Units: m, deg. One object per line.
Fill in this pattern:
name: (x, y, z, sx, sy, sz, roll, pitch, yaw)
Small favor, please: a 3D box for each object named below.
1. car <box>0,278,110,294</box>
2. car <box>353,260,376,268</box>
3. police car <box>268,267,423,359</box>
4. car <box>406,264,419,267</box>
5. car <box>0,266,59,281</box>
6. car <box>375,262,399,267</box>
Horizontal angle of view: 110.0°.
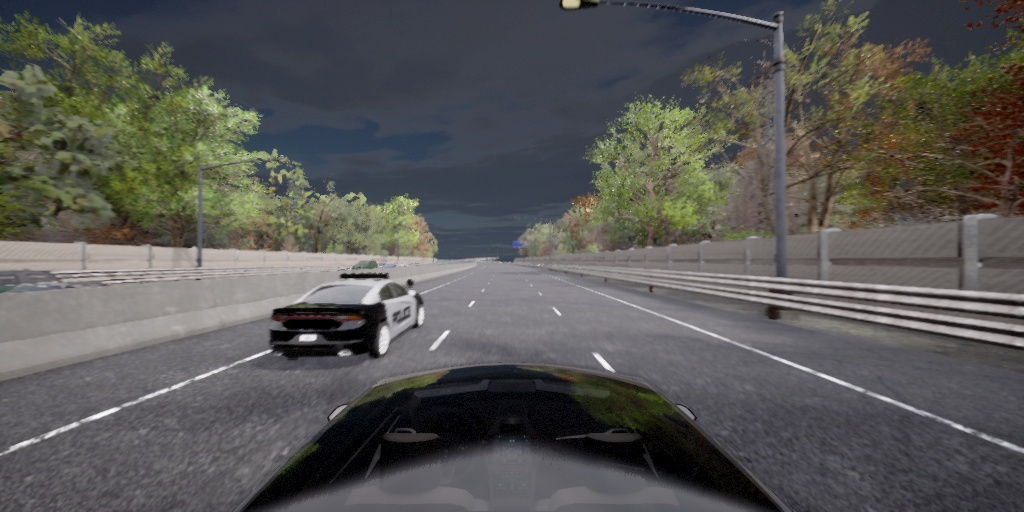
car: (-14.127, 1.465, 10.902, 1.895, 1.301, 4.718, 0, -1, 0)
car: (-21.800, 1.667, 53.447, 2.150, 2.045, 5.566, 0, -1, -1)
police car: (-3.530, 1.230, 8.764, 1.930, 1.638, 5.238, 0, -1, 0)
car: (-14.814, 1.956, 53.841, 1.812, 1.442, 4.674, 0, -1, -1)
car: (-17.633, 1.233, 11.667, 2.097, 1.767, 4.553, 0, -1, 0)
car: (-18.308, 1.914, 53.647, 1.882, 1.535, 5.008, 0, -1, -1)
